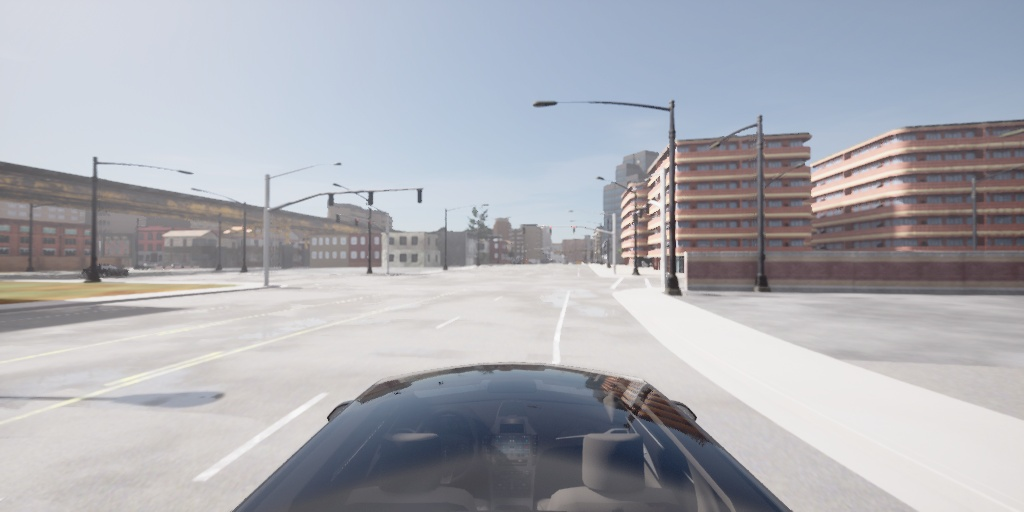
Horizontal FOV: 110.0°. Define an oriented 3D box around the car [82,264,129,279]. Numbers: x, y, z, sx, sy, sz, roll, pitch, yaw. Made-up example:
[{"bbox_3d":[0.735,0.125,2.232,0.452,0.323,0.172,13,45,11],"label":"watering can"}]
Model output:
[{"bbox_3d":[-45.250,1.674,39.927,5.008,1.535,1.882,0,0,15],"label":"car"}]
